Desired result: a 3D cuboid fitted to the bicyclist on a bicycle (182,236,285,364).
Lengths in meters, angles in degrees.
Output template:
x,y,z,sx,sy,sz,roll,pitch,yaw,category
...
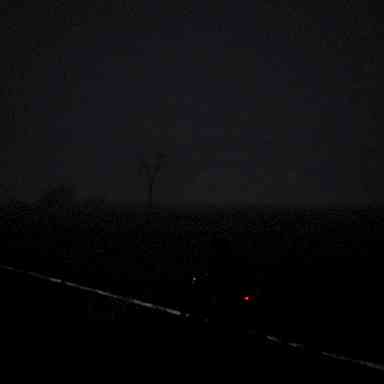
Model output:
x,y,z,sx,sy,sz,roll,pitch,yaw,category
0.511,1.463,4.686,1.656,1.620,0.582,0,0,36,bicyclist on a bicycle
